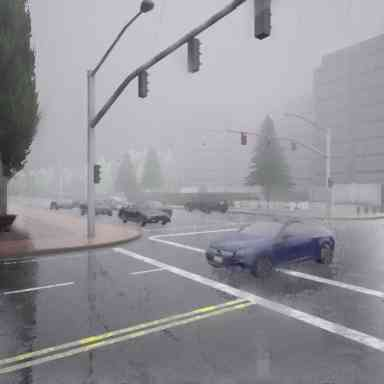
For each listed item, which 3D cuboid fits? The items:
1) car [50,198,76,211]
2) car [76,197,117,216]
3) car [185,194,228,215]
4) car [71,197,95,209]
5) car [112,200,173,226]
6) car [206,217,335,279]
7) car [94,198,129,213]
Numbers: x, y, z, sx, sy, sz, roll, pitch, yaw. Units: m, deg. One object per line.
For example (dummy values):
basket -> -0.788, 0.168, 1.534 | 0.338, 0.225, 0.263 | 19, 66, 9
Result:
car -> -16.371, 1.526, 41.608 | 1.812, 1.442, 4.674 | 0, 0, -36
car -> -9.099, 1.505, 31.440 | 1.837, 1.490, 4.892 | 0, 0, -36
car -> 1.462, 1.221, 34.787 | 2.150, 2.045, 5.566 | 0, 0, -33
car -> -15.060, 1.503, 45.793 | 1.837, 1.490, 4.892 | 0, 0, -35
car -> -3.532, 1.547, 23.633 | 2.033, 1.411, 5.357 | 0, 0, -34
car -> 2.565, 1.526, 10.201 | 4.674, 1.442, 1.812 | 0, 0, -37
car -> -9.197, 1.491, 37.592 | 2.128, 1.511, 4.902 | 0, 0, -36
